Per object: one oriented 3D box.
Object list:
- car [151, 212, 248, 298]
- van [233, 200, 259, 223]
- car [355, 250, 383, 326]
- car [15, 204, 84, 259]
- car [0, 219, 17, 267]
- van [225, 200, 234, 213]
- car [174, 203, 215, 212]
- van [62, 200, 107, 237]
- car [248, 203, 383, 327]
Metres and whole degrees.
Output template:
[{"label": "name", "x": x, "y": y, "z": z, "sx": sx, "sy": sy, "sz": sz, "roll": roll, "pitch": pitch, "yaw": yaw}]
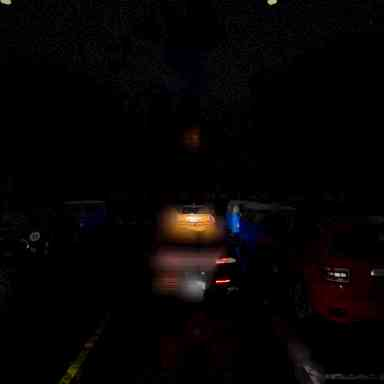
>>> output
[{"label": "car", "x": 0.094, "y": 1.492, "z": 8.471, "sx": 2.128, "sy": 1.511, "sz": 4.902, "roll": 0, "pitch": 0, "yaw": 0}, {"label": "van", "x": 2.749, "y": 1.342, "z": 12.385, "sx": 1.690, "sy": 1.788, "sz": 3.998, "roll": 0, "pitch": 0, "yaw": 0}, {"label": "car", "x": 2.761, "y": 1.440, "z": 1.510, "sx": 1.967, "sy": 1.590, "sz": 4.097, "roll": 0, "pitch": 0, "yaw": 0}, {"label": "car", "x": -5.776, "y": 1.441, "z": 12.376, "sx": 1.967, "sy": 1.590, "sz": 4.097, "roll": 0, "pitch": 0, "yaw": 0}, {"label": "car", "x": -5.770, "y": 1.525, "z": 6.769, "sx": 1.752, "sy": 1.417, "sz": 4.829, "roll": 0, "pitch": 0, "yaw": 0}, {"label": "van", "x": 2.743, "y": 1.342, "z": 17.823, "sx": 1.690, "sy": 1.788, "sz": 3.998, "roll": 0, "pitch": 0, "yaw": 0}, {"label": "car", "x": 0.120, "y": 1.353, "z": 17.520, "sx": 2.097, "sy": 1.767, "sz": 4.553, "roll": 0, "pitch": 0, "yaw": 1}, {"label": "van", "x": -5.783, "y": 1.342, "z": 17.814, "sx": 1.690, "sy": 1.788, "sz": 3.998, "roll": 0, "pitch": 0, "yaw": 0}, {"label": "car", "x": 2.755, "y": 1.315, "z": 6.948, "sx": 2.192, "sy": 1.841, "sz": 5.009, "roll": 0, "pitch": 0, "yaw": 0}]
